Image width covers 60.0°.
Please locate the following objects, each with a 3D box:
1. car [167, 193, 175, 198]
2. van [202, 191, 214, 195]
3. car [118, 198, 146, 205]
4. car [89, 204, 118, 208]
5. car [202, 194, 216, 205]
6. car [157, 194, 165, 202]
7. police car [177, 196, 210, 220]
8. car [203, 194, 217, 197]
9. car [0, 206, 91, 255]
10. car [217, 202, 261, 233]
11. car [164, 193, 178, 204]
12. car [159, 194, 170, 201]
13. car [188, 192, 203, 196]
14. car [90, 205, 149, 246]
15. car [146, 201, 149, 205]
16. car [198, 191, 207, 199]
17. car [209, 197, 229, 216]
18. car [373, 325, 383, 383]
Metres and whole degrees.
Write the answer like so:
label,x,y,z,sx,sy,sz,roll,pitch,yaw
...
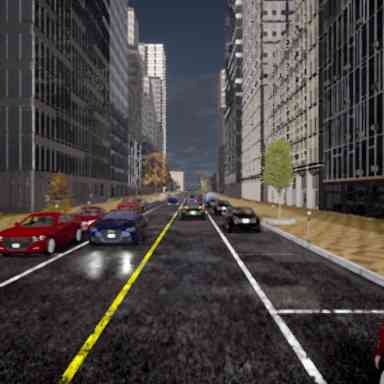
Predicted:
label,x,y,z,sx,sy,sz,roll,pitch,yaw
car,-5.731,0.955,92.685,2.008,1.369,4.403,0,0,0
van,2.671,1.061,47.140,1.690,1.788,3.998,0,0,0
car,-5.702,1.371,30.068,1.887,1.381,4.507,0,0,0
car,-5.697,1.476,18.683,1.802,1.307,4.206,0,0,0
car,2.668,1.123,52.832,1.967,1.590,4.097,0,0,0
car,-5.718,1.132,64.053,1.752,1.417,4.829,0,0,0
police car,0.082,1.348,26.959,2.038,1.542,4.974,0,0,0
car,2.673,1.323,41.448,1.947,1.339,4.313,0,0,0
car,-5.694,1.471,12.990,1.887,1.381,4.507,0,0,0
car,2.684,1.460,18.680,1.947,1.339,4.313,0,0,0
car,-3.086,1.261,56.129,1.895,1.301,4.718,0,0,0
car,-5.721,1.117,69.916,2.008,1.369,4.403,0,0,0
car,0.054,1.173,43.616,2.033,1.649,4.856,0,1,0
car,-3.107,1.481,14.769,1.994,1.385,4.181,0,0,0
car,-5.705,1.357,35.760,1.947,1.339,4.313,0,0,0
car,2.653,0.761,86.983,2.192,1.841,5.009,0,0,0
car,2.678,1.393,30.064,1.947,1.339,4.313,0,0,0
car,2.692,1.536,1.603,1.887,1.381,4.507,0,0,0
